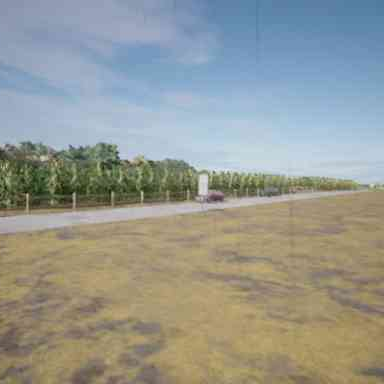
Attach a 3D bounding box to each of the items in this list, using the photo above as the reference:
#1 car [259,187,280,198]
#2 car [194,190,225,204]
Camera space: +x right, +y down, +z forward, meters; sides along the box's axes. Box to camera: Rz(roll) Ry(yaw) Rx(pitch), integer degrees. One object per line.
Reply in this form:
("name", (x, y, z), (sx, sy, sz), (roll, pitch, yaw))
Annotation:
("car", (11.990, 0.035, 51.345), (1.837, 1.490, 4.892), (3, 3, 36))
("car", (2.070, 0.515, 37.738), (1.812, 1.442, 4.674), (3, 3, 36))
